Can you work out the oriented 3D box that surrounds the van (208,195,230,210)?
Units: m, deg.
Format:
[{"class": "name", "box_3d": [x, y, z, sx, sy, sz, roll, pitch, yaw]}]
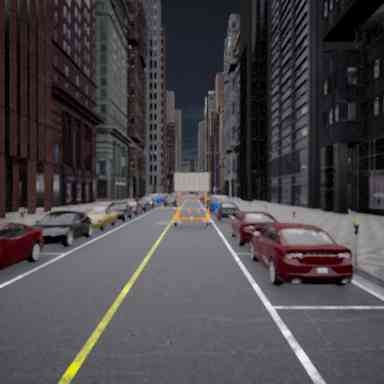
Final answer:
[{"class": "van", "box_3d": [2.758, 1.265, 31.812, 1.690, 1.788, 3.998, 0, 0, 0]}]

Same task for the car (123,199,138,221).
[{"class": "car", "box_3d": [-5.766, 1.501, 26.158, 1.947, 1.339, 4.313, 0, 0, 0]}]

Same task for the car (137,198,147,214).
[{"class": "car", "box_3d": [-5.767, 1.506, 31.795, 1.802, 1.307, 4.206, 0, 0, 0]}]

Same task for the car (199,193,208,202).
[{"class": "car", "box_3d": [2.755, 1.422, 59.993, 1.887, 1.381, 4.507, 0, 0, 0]}]

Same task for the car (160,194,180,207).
[{"class": "car", "box_3d": [-3.085, 1.397, 48.318, 1.837, 1.490, 4.892, 0, 1, 0]}]

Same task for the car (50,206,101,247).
[{"class": "car", "box_3d": [-5.765, 1.527, 14.885, 1.947, 1.339, 4.313, 0, 0, 0]}]

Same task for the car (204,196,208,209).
[{"class": "car", "box_3d": [2.758, 1.464, 37.448, 2.008, 1.369, 4.403, 0, 0, 0]}]

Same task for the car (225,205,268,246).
[{"class": "car", "box_3d": [2.760, 1.506, 14.903, 1.887, 1.381, 4.507, 0, 0, 0]}]

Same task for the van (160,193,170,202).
[{"class": "van", "box_3d": [-5.771, 1.204, 71.249, 1.690, 1.788, 3.998, 0, 0, 0]}]

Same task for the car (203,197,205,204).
[{"class": "car", "box_3d": [2.757, 1.485, 43.085, 1.802, 1.307, 4.206, 0, 0, 0]}]

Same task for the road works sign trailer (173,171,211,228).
[{"class": "road works sign trailer", "box_3d": [-0.002, 0.410, 21.558, 2.380, 3.560, 2.880, 0, 0, 0]}]

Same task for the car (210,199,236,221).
[{"class": "car", "box_3d": [2.759, 1.487, 26.176, 2.008, 1.369, 4.403, 0, 0, 0]}]

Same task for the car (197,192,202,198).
[{"class": "car", "box_3d": [2.753, 1.178, 71.265, 2.192, 1.841, 5.009, 0, 0, 0]}]

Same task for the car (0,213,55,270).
[{"class": "car", "box_3d": [-5.764, 1.520, 9.249, 1.887, 1.381, 4.507, 0, 0, 0]}]

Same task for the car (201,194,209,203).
[{"class": "car", "box_3d": [2.756, 1.445, 48.721, 2.008, 1.369, 4.403, 0, 0, 0]}]

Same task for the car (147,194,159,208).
[{"class": "car", "box_3d": [-5.768, 1.343, 43.068, 1.967, 1.590, 4.097, 0, 0, 0]}]

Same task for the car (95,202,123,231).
[{"class": "car", "box_3d": [-5.765, 1.474, 20.351, 1.752, 1.417, 4.829, 0, 0, 0]}]

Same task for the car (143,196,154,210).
[{"class": "car", "box_3d": [-5.767, 1.479, 37.431, 1.947, 1.339, 4.313, 0, 0, 0]}]

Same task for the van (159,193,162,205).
[{"class": "van", "box_3d": [-5.769, 1.235, 48.704, 1.690, 1.788, 3.998, 0, 0, 0]}]

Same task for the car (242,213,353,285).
[{"class": "car", "box_3d": [2.761, 1.520, 9.267, 1.887, 1.381, 4.507, 0, 0, 0]}]
